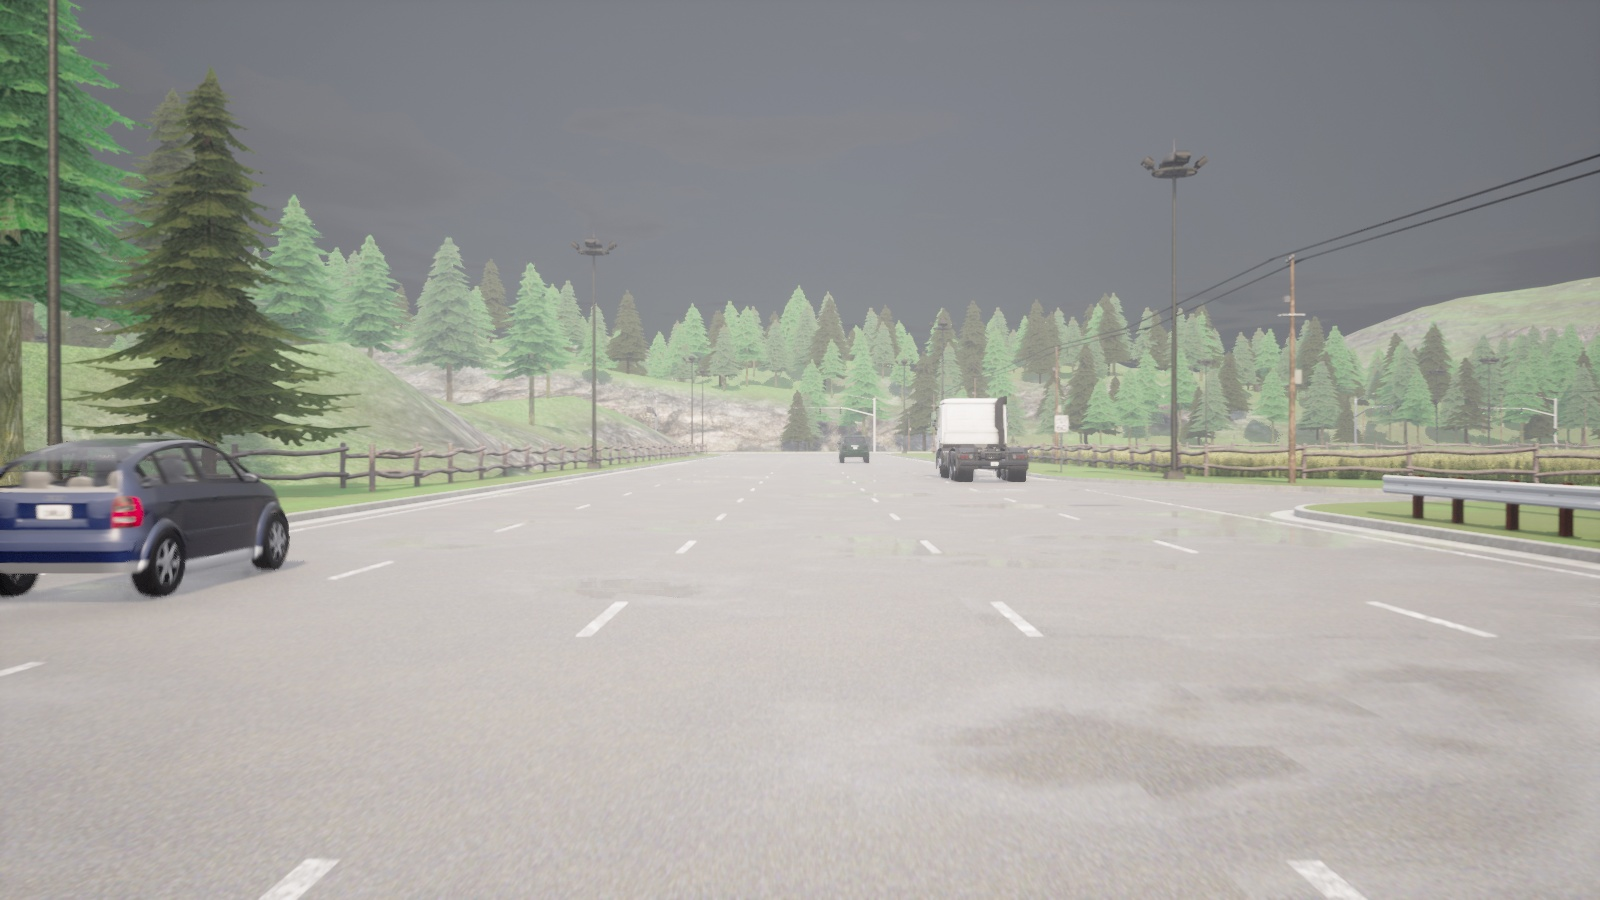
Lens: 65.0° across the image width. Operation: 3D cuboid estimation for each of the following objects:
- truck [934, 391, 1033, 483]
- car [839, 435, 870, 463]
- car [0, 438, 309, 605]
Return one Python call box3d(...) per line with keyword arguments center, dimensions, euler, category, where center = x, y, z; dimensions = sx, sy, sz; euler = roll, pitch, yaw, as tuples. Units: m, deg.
box3d(center=(7.304, -0.517, 50.979), dimensions=(2.891, 3.462, 7.936), euler=(0, 0, 0), category="truck")
box3d(center=(4.049, -0.064, 94.591), dimensions=(2.150, 2.045, 5.566), euler=(0, 0, 0), category="car")
box3d(center=(-6.908, 0.646, 13.515), dimensions=(1.789, 1.549, 3.705), euler=(0, 1, 0), category="car")
